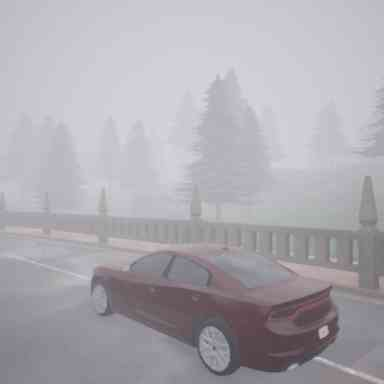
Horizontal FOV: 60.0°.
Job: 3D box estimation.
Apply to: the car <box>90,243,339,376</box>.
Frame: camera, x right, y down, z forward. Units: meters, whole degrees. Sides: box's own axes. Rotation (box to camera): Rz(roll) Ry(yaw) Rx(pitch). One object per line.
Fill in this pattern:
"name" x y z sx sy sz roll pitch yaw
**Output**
"car" -0.041 1.674 6.036 1.882 1.535 5.008 2 -2 -44
